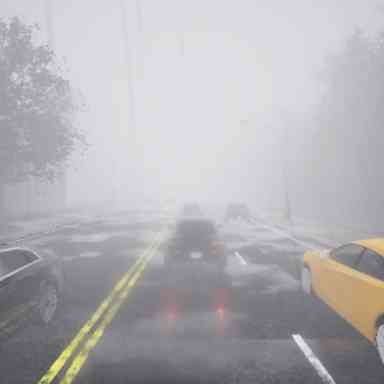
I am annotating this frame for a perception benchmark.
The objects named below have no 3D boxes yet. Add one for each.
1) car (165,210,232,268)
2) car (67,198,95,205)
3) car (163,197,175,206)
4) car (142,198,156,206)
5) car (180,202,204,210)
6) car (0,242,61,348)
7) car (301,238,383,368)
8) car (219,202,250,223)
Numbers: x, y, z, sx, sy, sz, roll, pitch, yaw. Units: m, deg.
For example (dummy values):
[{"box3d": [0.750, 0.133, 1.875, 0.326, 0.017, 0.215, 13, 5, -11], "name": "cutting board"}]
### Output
[{"box3d": [0.114, 1.541, 11.269, 1.812, 1.442, 4.674, 0, 0, 0], "name": "car"}, {"box3d": [-20.563, 1.885, 62.898, 4.313, 1.339, 1.947, -1, 1, -1], "name": "car"}, {"box3d": [-3.744, 1.613, 55.069, 1.837, 1.490, 4.892, 0, 0, -1], "name": "car"}, {"box3d": [-6.994, 1.656, 55.025, 1.994, 1.385, 4.181, 0, 0, -1], "name": "car"}, {"box3d": [-0.009, 1.562, 26.589, 1.812, 1.442, 4.674, 0, 0, -1], "name": "car"}, {"box3d": [-3.343, 1.494, 4.280, 2.128, 1.511, 4.902, 0, 0, 0], "name": "car"}, {"box3d": [3.343, 1.489, 5.463, 1.882, 1.535, 5.008, 0, 0, 0], "name": "car"}, {"box3d": [3.262, 1.543, 25.650, 1.837, 1.490, 4.892, 0, 0, -1], "name": "car"}]
